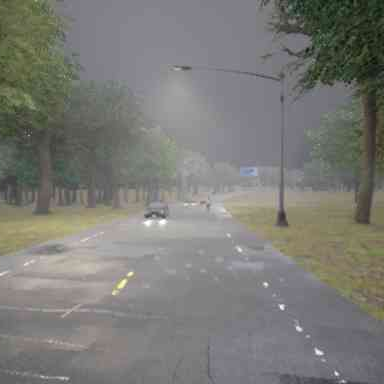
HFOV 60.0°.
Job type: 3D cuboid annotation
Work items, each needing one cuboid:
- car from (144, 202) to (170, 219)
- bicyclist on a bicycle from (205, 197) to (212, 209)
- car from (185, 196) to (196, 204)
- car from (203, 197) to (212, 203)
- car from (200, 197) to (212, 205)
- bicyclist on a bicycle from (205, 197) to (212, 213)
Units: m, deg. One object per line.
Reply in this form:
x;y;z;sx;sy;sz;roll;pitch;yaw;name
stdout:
-3.023;1.607;30.014;2.033;1.411;5.357;0;0;2;car
2.290;1.571;46.170;0.866;1.612;1.509;0;-1;3;bicyclist on a bicycle
-0.379;1.602;71.620;2.097;1.767;4.553;0;0;5;car
3.617;1.835;76.989;1.994;1.385;4.181;0;0;5;car
2.686;1.835;65.721;1.895;1.301;4.718;0;0;4;car
1.862;1.531;37.512;0.866;1.612;1.509;0;-1;2;bicyclist on a bicycle
